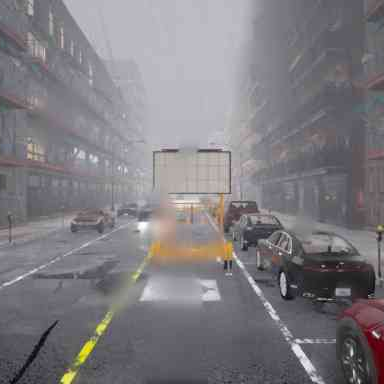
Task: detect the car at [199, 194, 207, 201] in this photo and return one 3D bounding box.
[{"bbox_3d":[2.706,1.404,81.839,1.967,1.590,4.097,1,0,0],"label":"car"}]

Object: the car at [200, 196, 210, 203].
[{"bbox_3d":[2.705,1.557,70.500,1.802,1.307,4.206,1,0,0],"label":"car"}]

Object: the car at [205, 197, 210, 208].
[{"bbox_3d":[2.702,1.541,36.473,1.887,1.381,4.507,1,0,0],"label":"car"}]

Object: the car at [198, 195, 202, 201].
[{"bbox_3d":[2.705,1.420,64.828,1.967,1.590,4.097,1,0,0],"label":"car"}]

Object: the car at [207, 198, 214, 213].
[{"bbox_3d":[2.702,1.543,30.802,1.887,1.381,4.507,1,0,0],"label":"car"}]

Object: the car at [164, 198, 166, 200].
[{"bbox_3d":[-5.677,1.534,53.547,1.887,1.381,4.507,1,0,0],"label":"car"}]

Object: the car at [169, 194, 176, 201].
[{"bbox_3d":[-5.676,1.530,81.905,1.947,1.339,4.313,1,0,0],"label":"car"}]

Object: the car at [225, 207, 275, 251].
[{"bbox_3d":[2.701,1.553,13.789,2.008,1.369,4.403,1,0,0],"label":"car"}]

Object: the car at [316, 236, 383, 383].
[{"bbox_3d":[2.702,1.441,2.448,1.967,1.590,4.097,1,0,0],"label":"car"}]

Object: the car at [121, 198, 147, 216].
[{"bbox_3d":[-5.678,1.564,30.862,1.947,1.339,4.313,1,0,0],"label":"car"}]

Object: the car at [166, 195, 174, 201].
[{"bbox_3d":[-5.674,1.483,87.406,1.752,1.417,4.829,1,0,0],"label":"car"}]

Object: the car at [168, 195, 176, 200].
[{"bbox_3d":[-5.675,1.502,93.247,2.008,1.369,4.403,1,0,0],"label":"car"}]

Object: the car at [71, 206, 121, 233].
[{"bbox_3d":[-5.679,1.583,19.518,1.802,1.307,4.206,1,0,0],"label":"car"}]

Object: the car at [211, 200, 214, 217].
[{"bbox_3d":[2.702,1.525,25.302,1.752,1.417,4.829,1,0,0],"label":"car"}]

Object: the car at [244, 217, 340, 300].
[{"bbox_3d":[2.701,1.553,8.119,2.008,1.369,4.403,1,0,0],"label":"car"}]

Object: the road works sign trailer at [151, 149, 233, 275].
[{"bbox_3d":[0.000,0.466,10.397,2.380,3.560,2.880,0,0,0],"label":"road works sign trailer"}]

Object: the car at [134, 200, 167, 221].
[{"bbox_3d":[-3.099,1.563,26.698,1.994,1.385,4.181,0,0,0],"label":"car"}]

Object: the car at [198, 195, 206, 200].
[{"bbox_3d":[2.705,1.502,93.181,2.008,1.369,4.403,1,0,0],"label":"car"}]

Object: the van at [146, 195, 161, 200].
[{"bbox_3d":[-5.674,1.333,47.876,1.690,1.788,3.998,1,0,0],"label":"van"}]

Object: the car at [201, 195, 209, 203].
[{"bbox_3d":[2.703,1.517,47.985,1.752,1.417,4.829,1,0,0],"label":"car"}]

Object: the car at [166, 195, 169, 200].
[{"bbox_3d":[-5.676,1.536,59.219,2.008,1.369,4.403,1,0,0],"label":"car"}]

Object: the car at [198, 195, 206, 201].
[{"bbox_3d":[2.705,1.502,87.511,1.887,1.381,4.507,1,0,0],"label":"car"}]

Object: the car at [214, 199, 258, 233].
[{"bbox_3d":[2.705,1.316,19.461,2.192,1.841,5.009,1,0,0],"label":"car"}]

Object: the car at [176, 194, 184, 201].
[{"bbox_3d":[-2.996,1.313,84.179,2.097,1.767,4.553,0,0,0],"label":"car"}]
